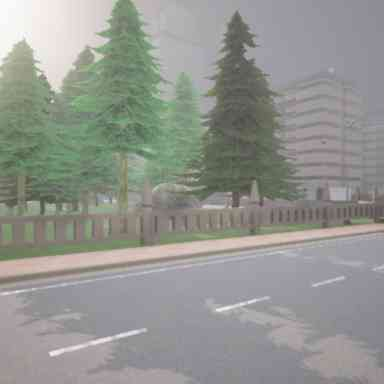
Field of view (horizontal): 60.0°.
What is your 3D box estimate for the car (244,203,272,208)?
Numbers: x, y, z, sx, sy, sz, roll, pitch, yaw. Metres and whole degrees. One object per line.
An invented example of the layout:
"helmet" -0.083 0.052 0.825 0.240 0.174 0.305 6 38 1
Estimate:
"car" 9.088 1.739 46.757 1.812 1.442 4.674 0 0 -35
